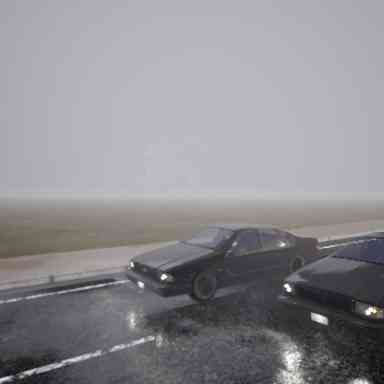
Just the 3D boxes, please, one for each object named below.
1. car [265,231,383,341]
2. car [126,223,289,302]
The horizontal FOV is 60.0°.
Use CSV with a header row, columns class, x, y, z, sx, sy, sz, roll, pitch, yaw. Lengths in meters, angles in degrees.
class,x,y,z,sx,sy,sz,roll,pitch,yaw
car,4.105,1.536,6.610,5.357,1.411,2.033,0,0,-36
car,1.110,1.538,8.466,5.357,1.411,2.033,0,0,-35
